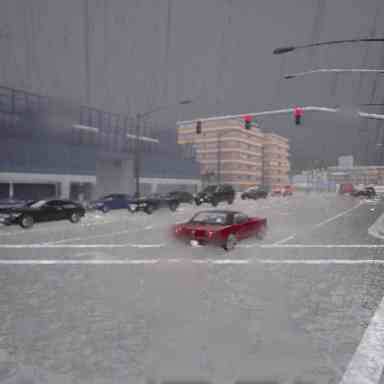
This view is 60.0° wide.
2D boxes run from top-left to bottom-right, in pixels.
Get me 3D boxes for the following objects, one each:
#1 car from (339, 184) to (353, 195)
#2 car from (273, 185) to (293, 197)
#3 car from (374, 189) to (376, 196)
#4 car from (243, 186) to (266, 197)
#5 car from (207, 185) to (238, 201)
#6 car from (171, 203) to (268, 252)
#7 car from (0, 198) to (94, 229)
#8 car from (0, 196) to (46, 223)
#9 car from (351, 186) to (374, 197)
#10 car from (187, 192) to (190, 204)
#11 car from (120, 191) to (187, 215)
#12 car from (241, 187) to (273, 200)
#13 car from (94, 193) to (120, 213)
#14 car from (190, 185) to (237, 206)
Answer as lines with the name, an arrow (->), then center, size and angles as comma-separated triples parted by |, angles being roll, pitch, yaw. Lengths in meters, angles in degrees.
car -> 27.751, -0.414, 59.399 | 2.150, 2.045, 5.566 | 1, 1, 33
car -> 13.827, -0.254, 51.052 | 2.097, 1.767, 4.553 | 1, 2, 34
car -> 30.557, -0.064, 57.335 | 1.837, 1.490, 4.892 | 1, 1, 33
car -> 9.679, -0.094, 51.117 | 1.812, 1.442, 4.674 | 1, 2, 33
car -> 4.012, 0.073, 42.659 | 2.097, 1.767, 4.553 | 1, 3, 33
car -> 1.293, 1.340, 12.737 | 1.895, 1.301, 4.718 | 1, 2, 33
car -> -7.980, 1.049, 18.169 | 1.812, 1.442, 4.674 | 1, 2, 33
car -> -11.164, 1.028, 19.697 | 1.994, 1.385, 4.181 | 1, 2, 33
car -> 25.159, 0.111, 48.968 | 1.895, 1.301, 4.718 | 1, 2, 33
car -> -1.468, 0.607, 34.382 | 1.812, 1.442, 4.674 | 1, 3, 33
car -> -2.887, 0.859, 25.883 | 2.128, 1.511, 4.902 | 1, 2, 33
car -> 8.096, 0.255, 42.496 | 2.033, 1.411, 5.357 | 1, 3, 34
car -> -6.351, 0.852, 26.992 | 1.812, 1.442, 4.674 | 1, 2, 33
car -> 2.437, 0.312, 33.939 | 2.150, 2.045, 5.566 | 1, 3, 33
